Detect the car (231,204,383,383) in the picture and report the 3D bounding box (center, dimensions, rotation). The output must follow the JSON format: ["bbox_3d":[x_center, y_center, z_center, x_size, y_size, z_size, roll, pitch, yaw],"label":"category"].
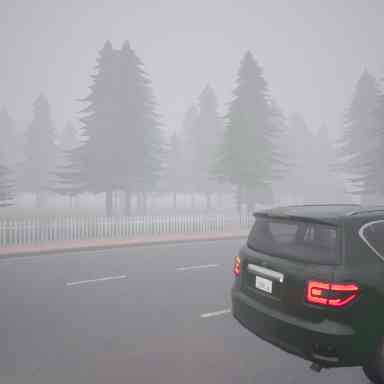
[{"bbox_3d":[3.259,1.222,5.320,5.566,2.045,2.150,0,0,-28],"label":"car"}]
